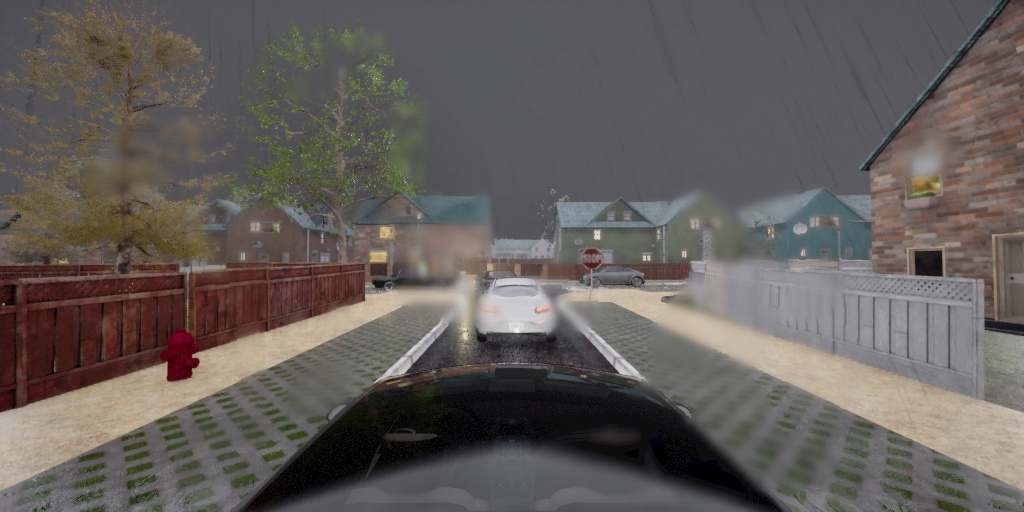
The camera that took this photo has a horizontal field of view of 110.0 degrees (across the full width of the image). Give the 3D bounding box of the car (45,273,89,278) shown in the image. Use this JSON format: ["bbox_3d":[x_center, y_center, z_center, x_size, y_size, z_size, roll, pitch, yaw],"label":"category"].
[{"bbox_3d":[-25.607,1.632,21.173,4.718,1.301,1.895,-1,-1,1],"label":"car"}]

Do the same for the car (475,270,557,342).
[{"bbox_3d":[0.103,1.279,9.700,1.812,1.442,4.674,0,0,0],"label":"car"}]

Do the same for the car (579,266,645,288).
[{"bbox_3d":[6.539,1.343,23.694,4.181,1.385,1.994,0,-1,1],"label":"car"}]

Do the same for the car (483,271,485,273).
[{"bbox_3d":[-0.756,1.366,18.519,1.895,1.301,4.718,0,-1,-12],"label":"car"}]

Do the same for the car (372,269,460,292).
[{"bbox_3d":[-5.482,1.416,20.904,4.718,1.301,1.895,-1,-1,1],"label":"car"}]

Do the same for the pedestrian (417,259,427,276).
[{"bbox_3d":[-6.700,1.118,26.789,0.375,1.860,0.375,0,-1,1],"label":"pedestrian"}]
